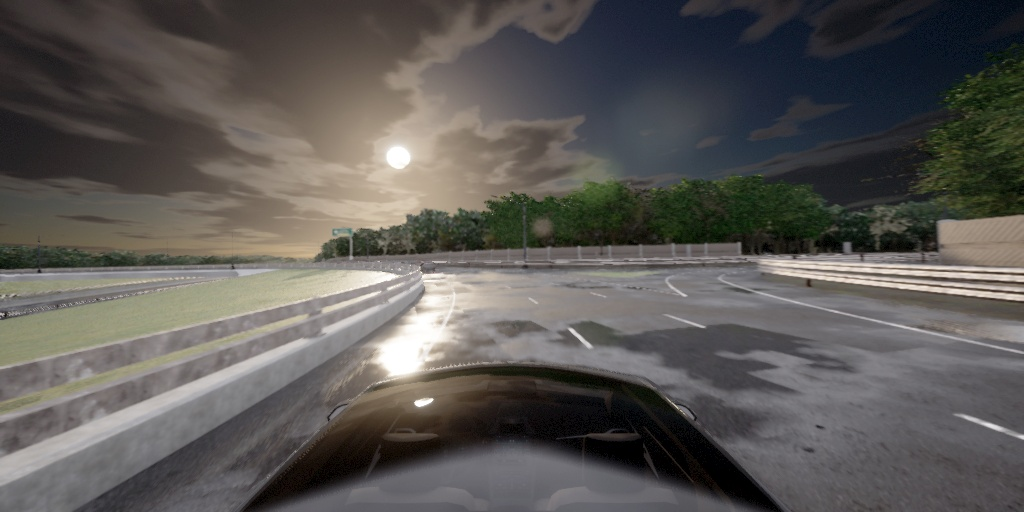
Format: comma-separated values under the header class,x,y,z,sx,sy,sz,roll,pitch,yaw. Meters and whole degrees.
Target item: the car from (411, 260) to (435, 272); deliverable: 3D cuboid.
class,x,y,z,sx,sy,sz,roll,pitch,yaw
car,-12.521,1.524,51.656,2.128,1.511,4.902,-1,0,-30
